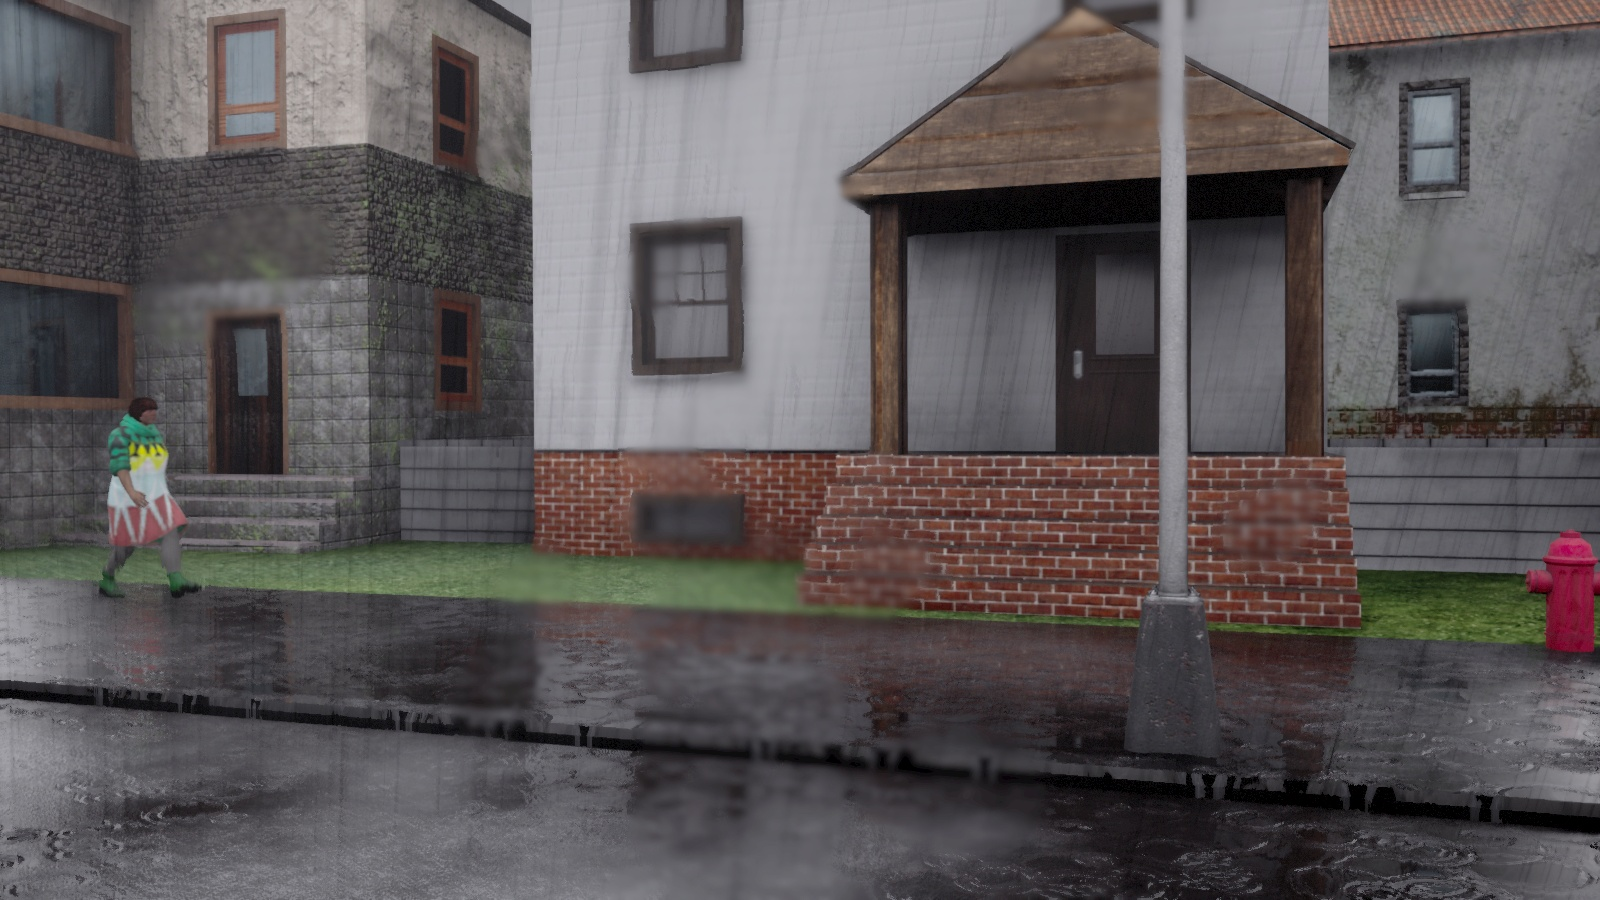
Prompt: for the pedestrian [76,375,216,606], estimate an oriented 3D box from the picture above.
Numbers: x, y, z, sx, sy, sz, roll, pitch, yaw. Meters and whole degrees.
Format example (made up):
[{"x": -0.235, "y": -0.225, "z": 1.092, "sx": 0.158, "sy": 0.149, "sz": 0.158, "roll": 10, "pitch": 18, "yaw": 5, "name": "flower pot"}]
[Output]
[{"x": -5.761, "y": 0.337, "z": 11.080, "sx": 0.873, "sy": 1.952, "sz": 0.659, "roll": 1, "pitch": 1, "yaw": 18, "name": "pedestrian"}]
